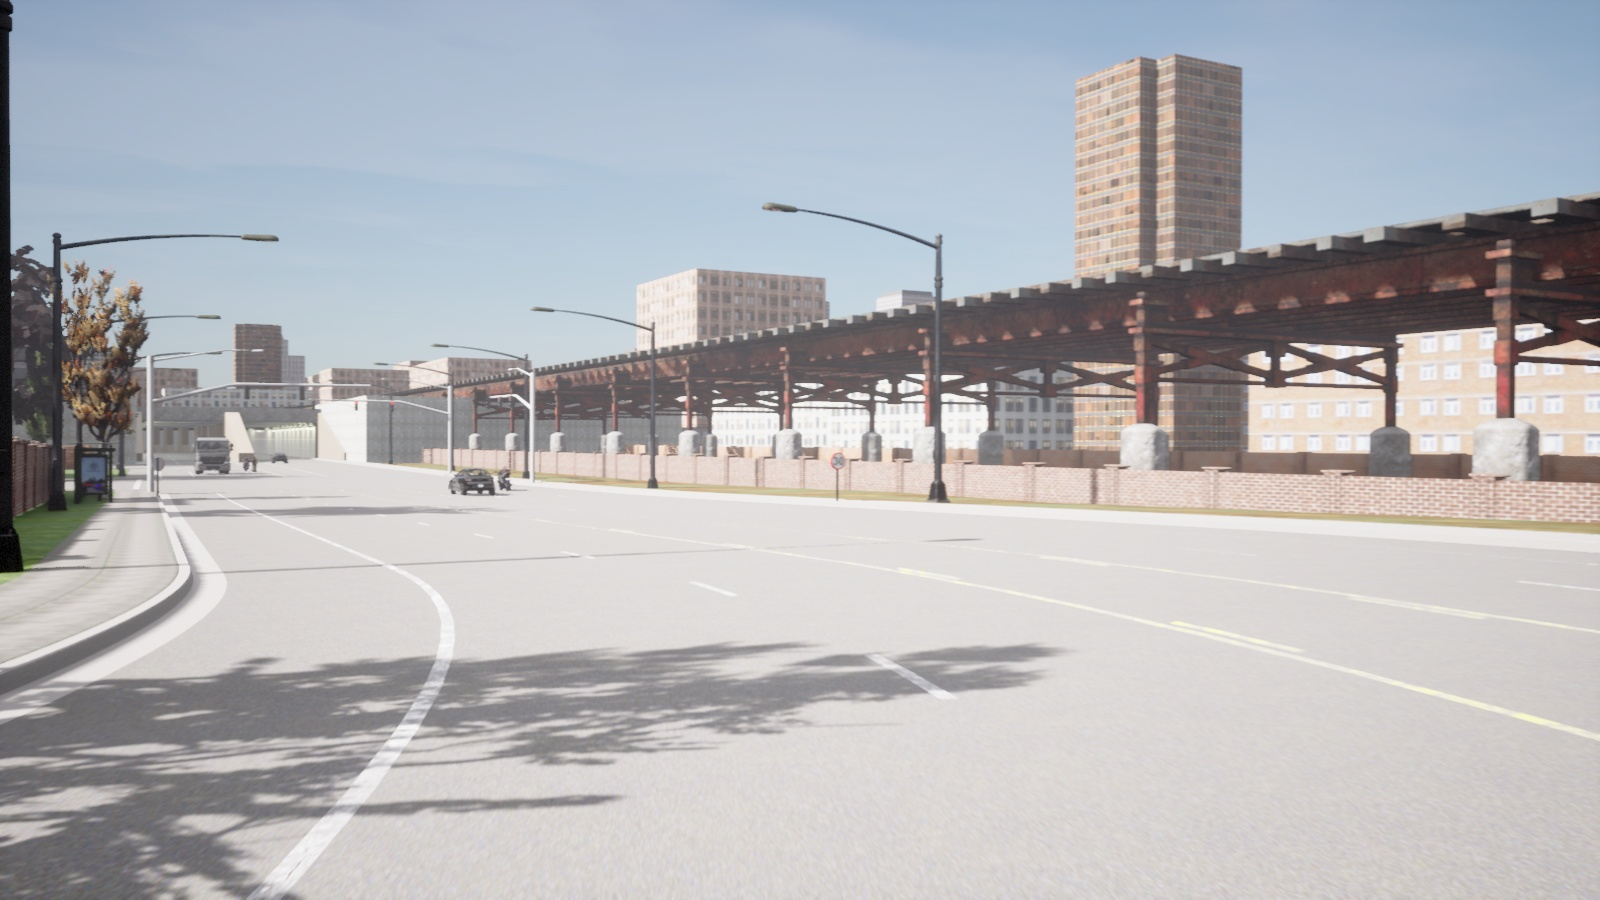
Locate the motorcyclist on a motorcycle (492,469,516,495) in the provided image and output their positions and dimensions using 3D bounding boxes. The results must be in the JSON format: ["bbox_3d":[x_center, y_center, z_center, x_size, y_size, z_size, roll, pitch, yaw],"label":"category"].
[{"bbox_3d":[-18.060,1.920,76.581,0.866,1.530,2.191,-1,0,-27],"label":"motorcyclist on a motorcycle"}]

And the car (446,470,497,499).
[{"bbox_3d":[-18.084,1.872,69.045,1.816,1.474,4.193,-1,0,-27],"label":"car"}]
